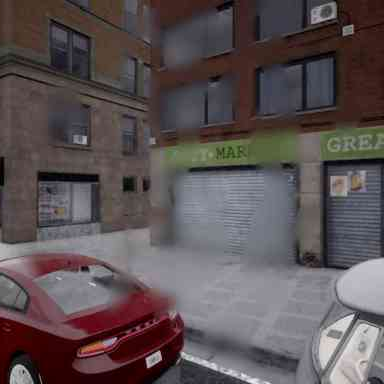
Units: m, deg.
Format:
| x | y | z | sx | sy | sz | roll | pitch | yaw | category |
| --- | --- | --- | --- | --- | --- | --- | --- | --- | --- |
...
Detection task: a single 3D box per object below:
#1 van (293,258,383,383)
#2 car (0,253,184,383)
| x | y | z | sx | sy | sz | roll | pitch | yaw | category |
| --- | --- | --- | --- | --- | --- | --- | --- | --- | --- |
| 2.411 | 1.341 | 1.357 | 3.998 | 1.788 | 1.690 | 0 | 0 | 35 | van |
| -2.198 | 1.544 | 4.644 | 4.507 | 1.381 | 1.887 | 0 | 0 | 35 | car |
